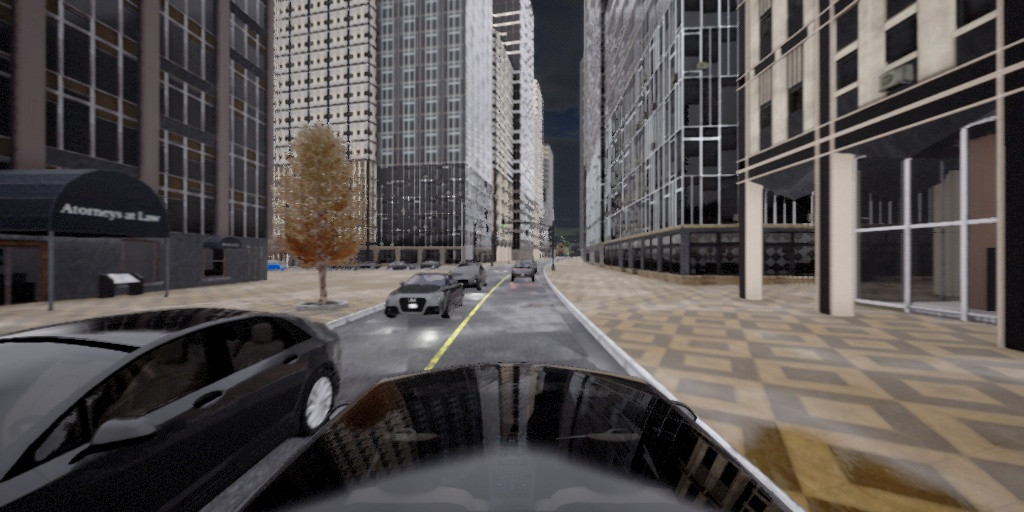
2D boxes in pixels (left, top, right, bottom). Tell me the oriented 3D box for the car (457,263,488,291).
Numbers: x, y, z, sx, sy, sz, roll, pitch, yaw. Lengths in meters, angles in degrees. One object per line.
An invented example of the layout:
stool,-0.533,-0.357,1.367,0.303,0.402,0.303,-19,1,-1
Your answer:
car,-2.584,1.217,21.794,1.837,1.490,4.892,0,1,3

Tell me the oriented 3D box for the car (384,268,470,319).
car,-2.904,1.294,12.675,1.994,1.385,4.181,0,0,2

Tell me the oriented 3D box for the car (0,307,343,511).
car,-3.063,1.250,2.649,1.837,1.490,4.892,0,0,0

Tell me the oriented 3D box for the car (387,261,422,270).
car,-15.828,1.446,51.815,4.403,1.370,2.007,0,0,13

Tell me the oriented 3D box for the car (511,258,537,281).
car,0.922,1.195,29.016,2.128,1.511,4.902,0,0,3

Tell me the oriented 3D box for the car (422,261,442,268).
car,-13.941,1.469,59.980,4.403,1.370,2.007,0,0,13
